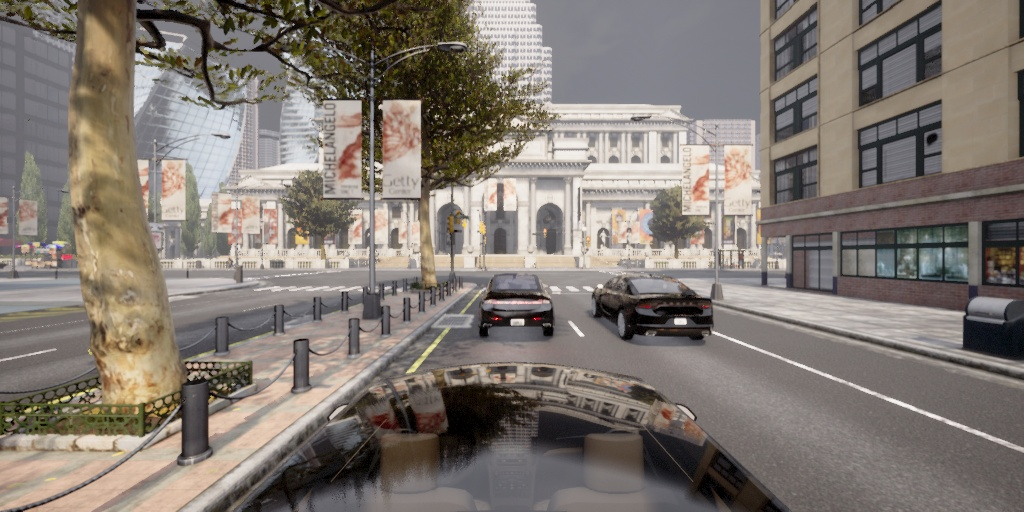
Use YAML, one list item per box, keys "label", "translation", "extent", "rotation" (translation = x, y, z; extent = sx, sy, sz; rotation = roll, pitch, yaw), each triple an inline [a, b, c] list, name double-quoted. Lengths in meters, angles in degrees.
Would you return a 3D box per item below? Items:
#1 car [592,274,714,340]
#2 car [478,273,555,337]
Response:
- label: "car"
  translation: [3.564, 1.224, 10.019]
  extent: [1.882, 1.535, 5.008]
  rotation: [0, 0, 0]
- label: "car"
  translation: [0.080, 1.237, 10.286]
  extent: [2.128, 1.511, 4.902]
  rotation: [0, 0, -1]
